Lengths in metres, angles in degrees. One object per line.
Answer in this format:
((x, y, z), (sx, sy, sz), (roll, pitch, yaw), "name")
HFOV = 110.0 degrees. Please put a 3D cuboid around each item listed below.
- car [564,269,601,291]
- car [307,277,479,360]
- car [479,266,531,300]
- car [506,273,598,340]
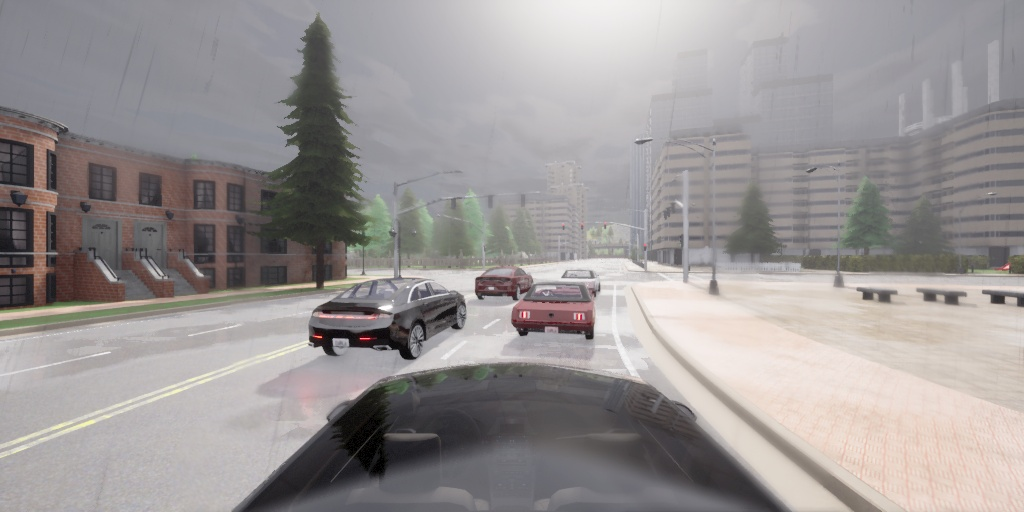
((3.634, 1.351, 18.987), (1.895, 1.301, 4.718), (0, 0, 17), "car")
((-2.491, 1.242, 8.428), (2.128, 1.511, 4.902), (0, 0, 9), "car")
((-0.237, 1.228, 17.645), (1.882, 1.535, 5.008), (0, 0, 15), "car")
((1.381, 1.351, 10.098), (1.895, 1.301, 4.718), (0, 0, 13), "car")
